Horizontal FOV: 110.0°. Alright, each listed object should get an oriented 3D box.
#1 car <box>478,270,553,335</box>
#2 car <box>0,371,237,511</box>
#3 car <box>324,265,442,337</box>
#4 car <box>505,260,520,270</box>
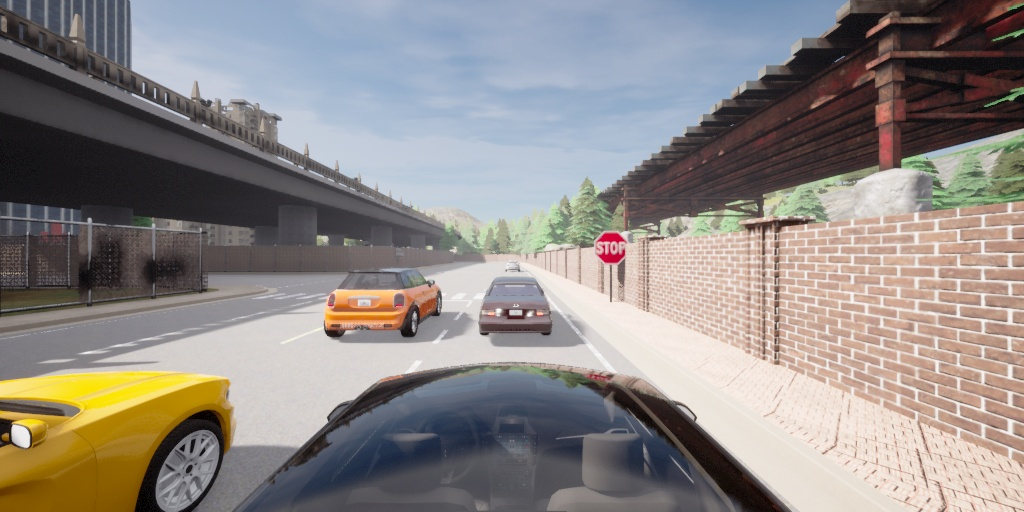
[{"bbox_3d":[0.082,1.297,10.434,2.033,1.411,5.357,0,0,0],"label":"car"},{"bbox_3d":[-3.397,1.228,1.155,1.882,1.535,5.008,0,0,0],"label":"car"},{"bbox_3d":[-3.419,1.102,10.413,2.097,1.767,4.553,0,0,0],"label":"car"},{"bbox_3d":[0.085,1.276,46.303,1.812,1.442,4.674,0,0,-1],"label":"car"}]
